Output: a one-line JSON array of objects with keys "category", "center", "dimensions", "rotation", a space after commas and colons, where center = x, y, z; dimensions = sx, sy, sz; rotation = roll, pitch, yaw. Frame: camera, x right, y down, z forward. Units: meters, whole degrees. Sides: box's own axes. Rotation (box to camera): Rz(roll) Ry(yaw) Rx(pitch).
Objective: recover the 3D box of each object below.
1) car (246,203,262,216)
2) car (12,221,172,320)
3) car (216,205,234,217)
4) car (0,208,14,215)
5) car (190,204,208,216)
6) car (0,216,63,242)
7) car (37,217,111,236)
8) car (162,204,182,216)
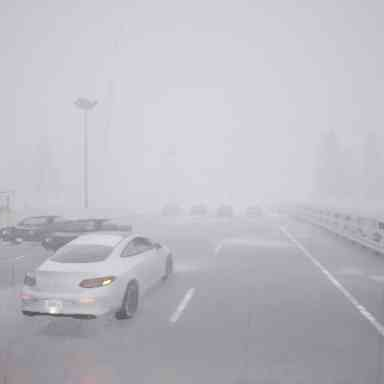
[{"category": "car", "center": [7.989, 2.208, 42.613], "dimensions": [1.882, 1.535, 5.008], "rotation": [-1, -1, 10]}, {"category": "car", "center": [-1.760, 1.610, 7.470], "dimensions": [1.812, 1.442, 4.674], "rotation": [-1, -1, 10]}, {"category": "car", "center": [3.903, 2.226, 39.598], "dimensions": [2.033, 1.411, 5.357], "rotation": [-1, -1, 10]}, {"category": "car", "center": [-16.374, 1.838, 26.524], "dimensions": [2.097, 1.767, 4.553], "rotation": [-1, -1, 10]}, {"category": "car", "center": [0.994, 2.279, 43.277], "dimensions": [2.128, 1.511, 4.902], "rotation": [-1, -1, 10]}, {"category": "car", "center": [-7.211, 1.850, 16.861], "dimensions": [1.895, 1.301, 4.718], "rotation": [-1, -1, 10]}, {"category": "car", "center": [-4.145, 1.787, 14.095], "dimensions": [1.895, 1.301, 4.718], "rotation": [-1, -1, 10]}, {"category": "car", "center": [-2.547, 2.313, 43.329], "dimensions": [1.837, 1.490, 4.892], "rotation": [-1, -1, 10]}]
